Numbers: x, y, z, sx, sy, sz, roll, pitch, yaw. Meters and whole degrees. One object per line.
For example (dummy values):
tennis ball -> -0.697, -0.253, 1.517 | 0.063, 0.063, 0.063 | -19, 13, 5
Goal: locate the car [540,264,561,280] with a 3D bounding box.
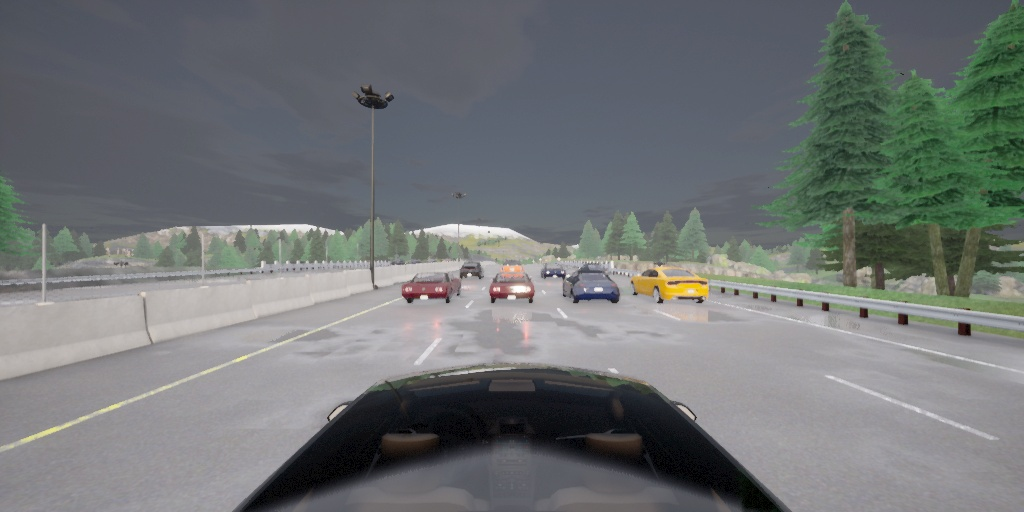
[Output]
car -> 3.533, 1.371, 31.501 | 1.895, 1.301, 4.718 | 0, 0, 0

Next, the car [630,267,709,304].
car -> 7.000, 1.236, 16.502 | 1.882, 1.535, 5.008 | 0, 0, 0

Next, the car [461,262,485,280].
car -> -3.467, 1.272, 31.490 | 1.837, 1.490, 4.892 | 0, 0, 0

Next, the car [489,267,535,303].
car -> 0.000, 1.367, 16.532 | 1.895, 1.301, 4.718 | 0, 0, 0

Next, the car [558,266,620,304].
car -> 3.500, 1.324, 16.502 | 1.994, 1.385, 4.181 | 0, 0, 0

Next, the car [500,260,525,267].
car -> 0.033, 1.121, 31.451 | 2.097, 1.767, 4.553 | 0, 0, 0

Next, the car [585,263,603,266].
car -> 7.033, 1.318, 31.461 | 2.033, 1.411, 5.357 | 0, 0, 0

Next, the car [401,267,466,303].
car -> -3.500, 1.368, 16.532 | 1.895, 1.301, 4.718 | 0, 0, 0
